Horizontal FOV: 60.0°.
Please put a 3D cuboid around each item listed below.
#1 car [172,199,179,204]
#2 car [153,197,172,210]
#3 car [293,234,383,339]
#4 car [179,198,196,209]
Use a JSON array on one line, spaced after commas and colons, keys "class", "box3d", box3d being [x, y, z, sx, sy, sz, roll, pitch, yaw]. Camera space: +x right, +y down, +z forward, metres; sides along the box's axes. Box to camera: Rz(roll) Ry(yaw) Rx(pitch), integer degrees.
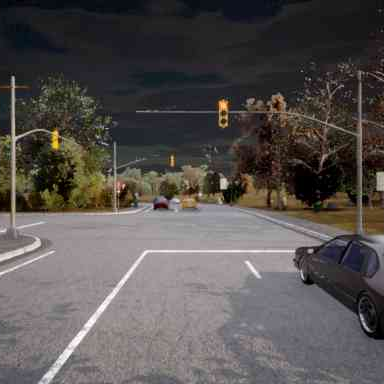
[{"class": "car", "box3d": [-4.399, 2.365, 83.347, 1.812, 1.442, 4.674, 0, -1, -22]}, {"class": "car", "box3d": [-3.960, 1.677, 43.422, 1.895, 1.301, 4.718, 0, -1, -2]}, {"class": "car", "box3d": [3.611, 1.547, 6.493, 2.033, 1.411, 5.357, 0, 0, 0]}, {"class": "car", "box3d": [-0.449, 1.588, 46.623, 1.882, 1.535, 5.008, 0, -1, -4]}]
